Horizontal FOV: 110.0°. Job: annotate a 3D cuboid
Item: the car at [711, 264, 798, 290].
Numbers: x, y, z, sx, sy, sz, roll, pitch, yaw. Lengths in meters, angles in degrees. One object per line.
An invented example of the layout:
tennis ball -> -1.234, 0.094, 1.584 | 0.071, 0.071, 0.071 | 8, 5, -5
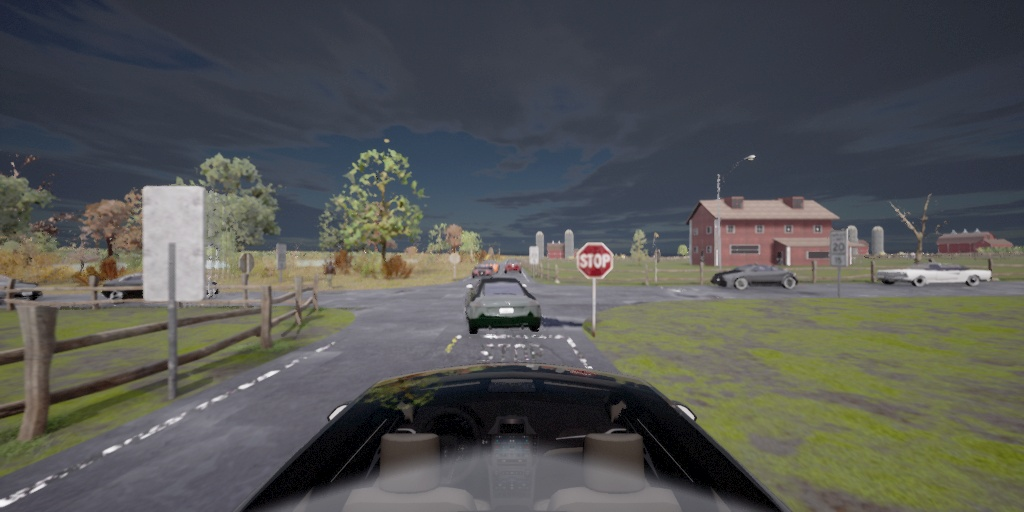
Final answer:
car -> 13.870, 1.156, 20.635 | 4.181, 1.385, 1.994 | -1, 0, 1

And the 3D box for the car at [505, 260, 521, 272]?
car -> 0.128, 1.274, 46.636 | 2.097, 1.767, 4.553 | 0, 0, 0

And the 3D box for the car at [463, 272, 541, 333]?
car -> -0.432, 1.350, 11.001 | 1.994, 1.385, 4.181 | 0, 0, -8

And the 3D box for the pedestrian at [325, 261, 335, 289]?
pedestrian -> -12.142, 1.249, 23.881 | 0.375, 1.860, 0.375 | 0, 1, 0

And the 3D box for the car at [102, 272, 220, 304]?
car -> -17.450, 1.538, 17.972 | 4.902, 1.511, 2.128 | -1, 0, 1

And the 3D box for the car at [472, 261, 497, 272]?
car -> -2.816, 1.443, 35.546 | 1.994, 1.385, 4.181 | 0, 0, 1

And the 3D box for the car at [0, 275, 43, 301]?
car -> -26.858, 1.668, 18.136 | 4.902, 1.511, 2.128 | -1, 0, 2

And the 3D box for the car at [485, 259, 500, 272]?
car -> -2.807, 1.269, 45.302 | 2.097, 1.767, 4.553 | 0, 0, 0

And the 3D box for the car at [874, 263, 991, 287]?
car -> 23.939, 1.046, 20.553 | 4.718, 1.301, 1.895 | -1, 0, 1
